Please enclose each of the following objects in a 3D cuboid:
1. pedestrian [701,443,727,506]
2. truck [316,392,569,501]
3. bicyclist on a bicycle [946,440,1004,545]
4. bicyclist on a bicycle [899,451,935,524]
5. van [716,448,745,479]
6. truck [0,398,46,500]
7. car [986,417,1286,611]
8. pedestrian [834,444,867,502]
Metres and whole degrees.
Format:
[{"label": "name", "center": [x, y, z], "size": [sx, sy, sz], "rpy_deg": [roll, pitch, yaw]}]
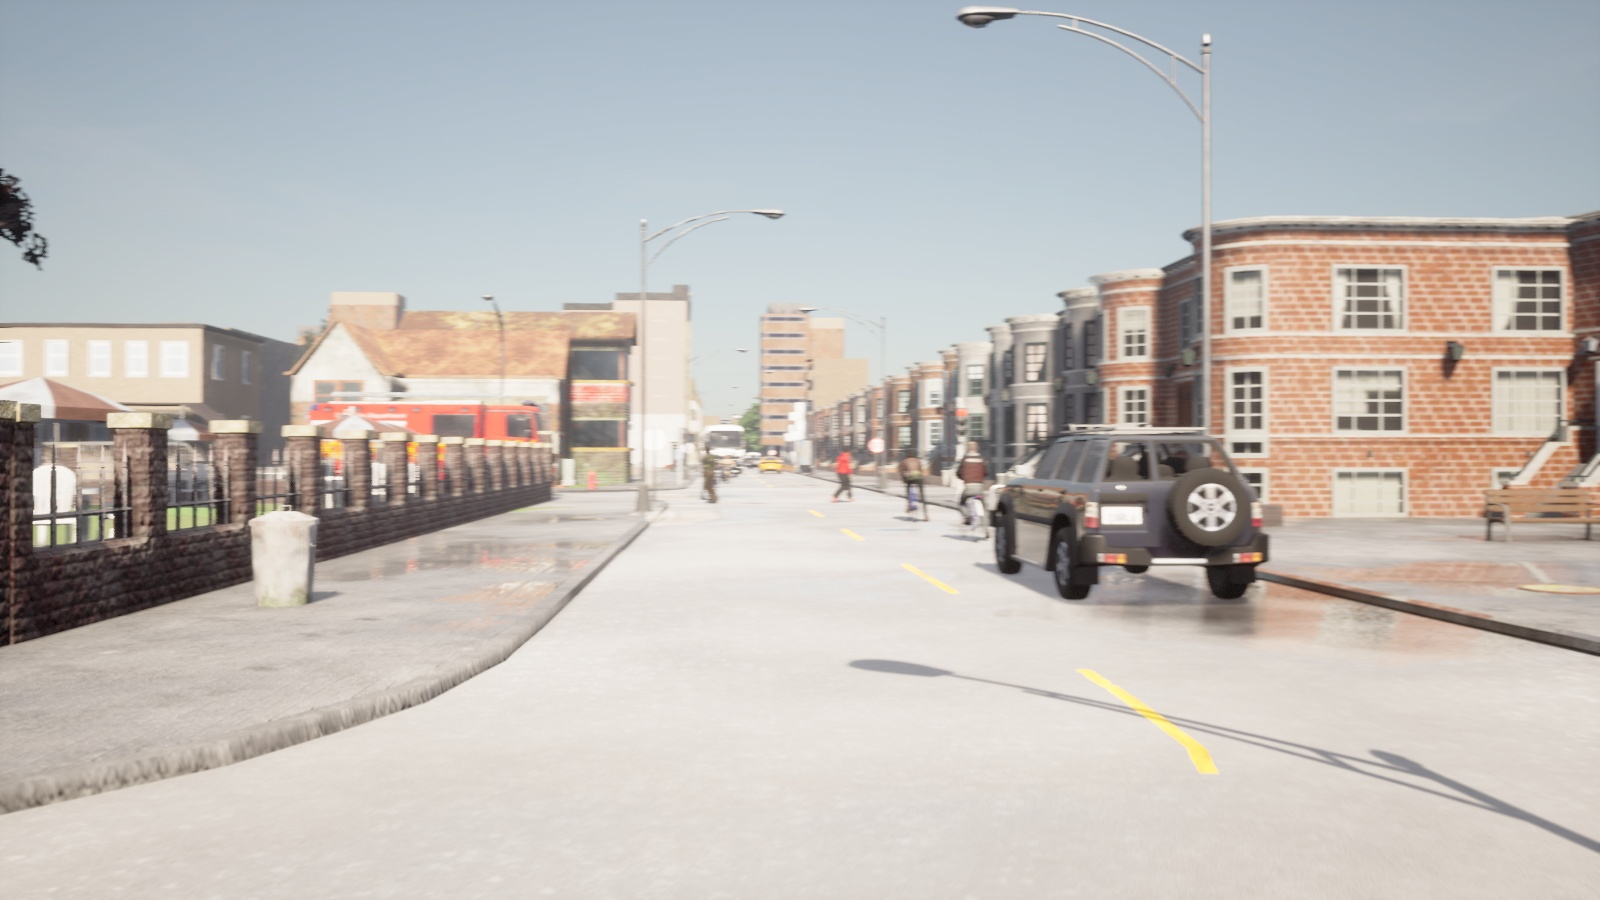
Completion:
[{"label": "pedestrian", "center": [-2.702, 0.764, 39.335], "size": [0.692, 1.930, 0.395], "rpy_deg": [0, 0, 23]}, {"label": "truck", "center": [-12.867, -0.124, 45.796], "size": [8.468, 3.827, 2.891], "rpy_deg": [0, 0, -3]}, {"label": "bicyclist on a bicycle", "center": [3.076, 0.720, 22.251], "size": [0.659, 1.776, 1.843], "rpy_deg": [0, 0, -3]}, {"label": "bicyclist on a bicycle", "center": [2.675, 0.839, 28.829], "size": [0.582, 1.620, 1.656], "rpy_deg": [0, -1, -3]}, {"label": "van", "center": [-5.022, 0.957, 90.458], "size": [2.069, 2.038, 4.480], "rpy_deg": [0, 1, -3]}, {"label": "truck", "center": [-34.293, -0.015, 48.521], "size": [8.468, 3.827, 2.891], "rpy_deg": [0, 0, -3]}, {"label": "car", "center": [3.572, 0.622, 14.346], "size": [1.932, 1.855, 4.605], "rpy_deg": [0, 0, -4]}, {"label": "pedestrian", "center": [1.614, 0.744, 40.335], "size": [0.899, 1.844, 0.634], "rpy_deg": [0, 0, -15]}]
